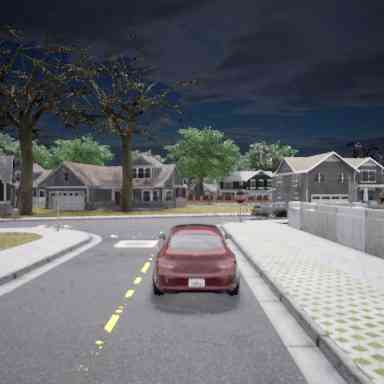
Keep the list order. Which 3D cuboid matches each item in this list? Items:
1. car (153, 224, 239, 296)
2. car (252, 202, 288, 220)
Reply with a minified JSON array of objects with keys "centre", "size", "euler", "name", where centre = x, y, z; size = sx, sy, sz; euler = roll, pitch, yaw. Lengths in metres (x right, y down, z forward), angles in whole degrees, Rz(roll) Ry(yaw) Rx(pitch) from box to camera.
[{"centre":[0.088,1.536,8.537],"size":[1.812,1.442,4.674],"euler":[0,0,0],"name":"car"},{"centre":[7.348,1.558,27.816],"size":[4.902,1.511,2.128],"euler":[0,0,-20],"name":"car"}]
